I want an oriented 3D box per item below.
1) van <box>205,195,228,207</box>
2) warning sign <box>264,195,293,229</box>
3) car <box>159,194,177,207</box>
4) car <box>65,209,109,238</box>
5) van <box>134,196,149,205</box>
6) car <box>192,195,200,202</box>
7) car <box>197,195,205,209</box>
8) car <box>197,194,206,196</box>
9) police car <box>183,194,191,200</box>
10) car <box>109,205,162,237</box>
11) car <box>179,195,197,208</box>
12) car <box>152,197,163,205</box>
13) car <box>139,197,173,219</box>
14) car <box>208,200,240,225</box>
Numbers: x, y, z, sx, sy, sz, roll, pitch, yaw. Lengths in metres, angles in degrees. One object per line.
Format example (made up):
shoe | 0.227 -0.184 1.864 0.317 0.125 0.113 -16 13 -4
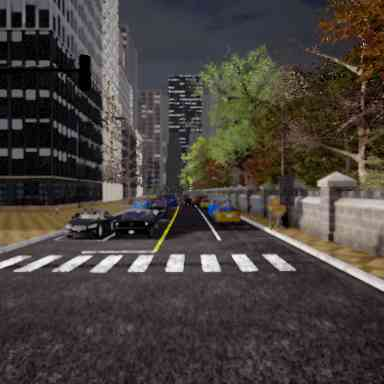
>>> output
van | 2.326 1.350 29.365 1.690 1.788 3.998 0 0 -1
warning sign | 4.842 1.104 18.718 1.300 1.860 1.060 0 0 -1
car | -3.480 1.276 51.860 2.150 2.045 5.566 0 0 -1
car | -5.410 1.603 18.007 2.008 1.369 4.403 0 0 0
van | -5.899 1.404 40.187 1.690 1.788 3.998 0 0 -1
car | 0.900 1.543 79.435 1.752 1.417 4.829 0 0 -2
car | 1.994 1.540 46.165 1.752 1.417 4.829 0 0 -1
car | 1.698 1.332 57.088 2.192 1.841 5.009 0 0 -2
police car | -1.495 1.451 93.836 1.930 1.638 5.238 0 0 -3
car | -2.953 1.638 18.358 1.895 1.301 4.718 0 0 -1
car | -0.635 1.557 48.760 1.812 1.442 4.674 0 0 -2
car | -6.496 1.650 62.372 1.802 1.307 4.206 0 0 -2
car | -3.099 1.531 29.971 2.128 1.511 4.902 0 0 -1
car | 2.403 1.532 23.991 1.752 1.417 4.829 0 0 -1
